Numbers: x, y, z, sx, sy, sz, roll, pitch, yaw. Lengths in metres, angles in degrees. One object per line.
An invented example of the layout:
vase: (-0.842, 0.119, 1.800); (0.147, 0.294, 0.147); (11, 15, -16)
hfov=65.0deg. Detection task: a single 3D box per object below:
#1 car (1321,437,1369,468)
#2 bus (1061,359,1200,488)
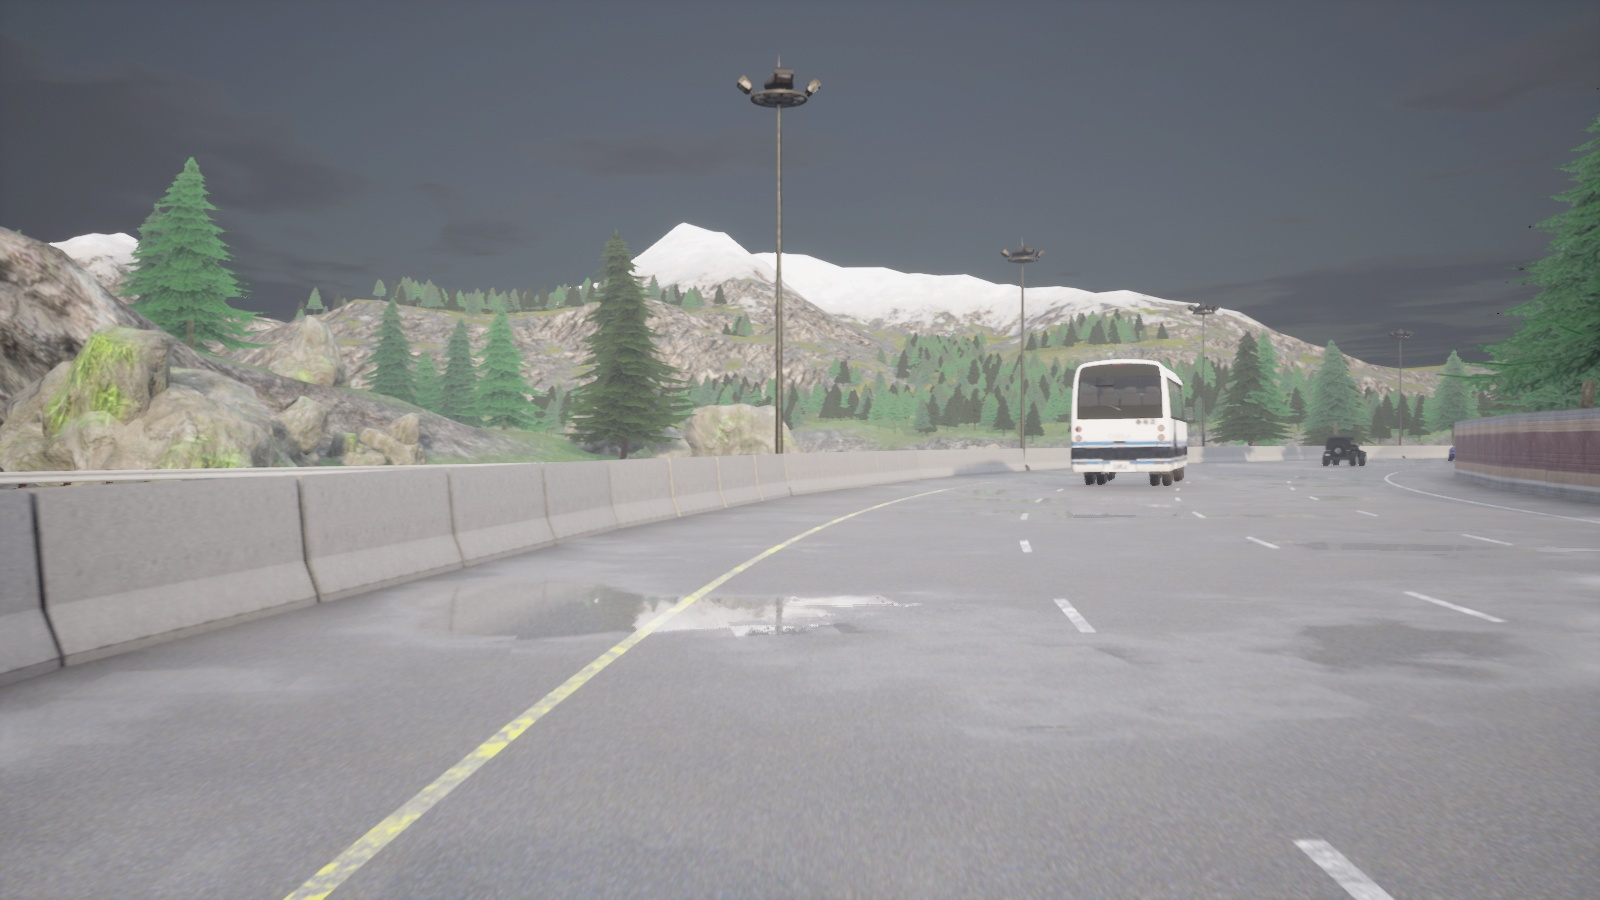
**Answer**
car: (34.059, 0.132, 78.459); (1.905, 1.878, 3.866); (0, 0, 37)
bus: (12.512, -0.881, 46.667); (3.944, 4.253, 10.273); (0, 0, 20)
